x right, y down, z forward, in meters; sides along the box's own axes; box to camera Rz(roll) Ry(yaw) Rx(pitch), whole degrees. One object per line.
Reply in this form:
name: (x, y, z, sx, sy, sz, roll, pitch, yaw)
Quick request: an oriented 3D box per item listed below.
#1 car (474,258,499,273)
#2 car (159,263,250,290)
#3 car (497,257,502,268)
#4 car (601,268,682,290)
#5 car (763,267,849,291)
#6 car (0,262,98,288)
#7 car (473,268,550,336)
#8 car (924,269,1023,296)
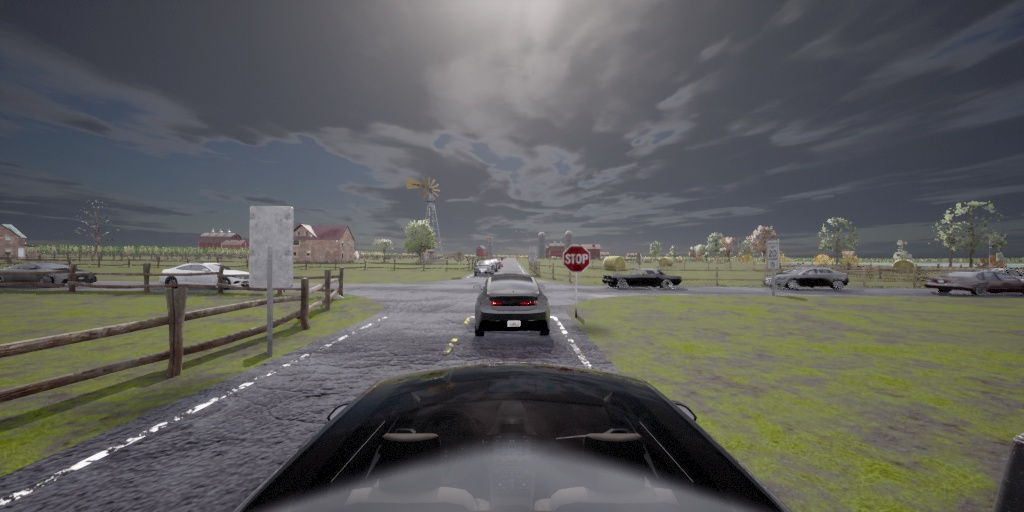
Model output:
car: (-2.809, 1.243, 37.069, 2.128, 1.511, 4.902, 0, 0, 0)
car: (-17.217, 1.103, 20.359, 4.674, 1.442, 1.812, 1, -1, -1)
car: (-2.789, 1.241, 46.514, 2.128, 1.511, 4.902, 0, 0, 0)
car: (8.320, 1.460, 23.296, 4.718, 1.301, 1.895, 1, -1, -5)
car: (19.395, 1.458, 23.758, 4.902, 1.511, 2.128, 0, -1, -1)
car: (-26.337, 1.047, 20.250, 4.181, 1.385, 1.994, 1, -1, -1)
car: (-0.061, 1.256, 10.378, 1.837, 1.490, 4.892, 0, 0, -3)
car: (27.455, 1.559, 20.909, 5.357, 1.411, 2.033, 1, -1, -1)
